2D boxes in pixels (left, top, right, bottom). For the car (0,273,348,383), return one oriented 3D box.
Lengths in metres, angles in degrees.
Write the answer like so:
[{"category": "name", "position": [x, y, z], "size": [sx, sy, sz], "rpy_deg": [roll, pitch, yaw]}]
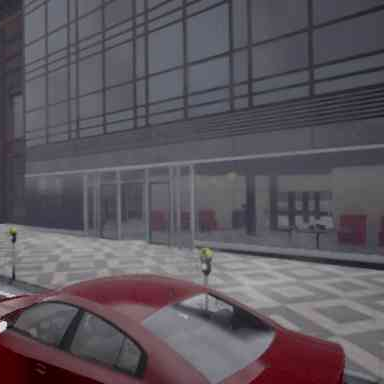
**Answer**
[{"category": "car", "position": [-0.819, 1.560, 3.439], "size": [4.507, 1.381, 1.887], "rpy_deg": [0, -1, 35]}]
